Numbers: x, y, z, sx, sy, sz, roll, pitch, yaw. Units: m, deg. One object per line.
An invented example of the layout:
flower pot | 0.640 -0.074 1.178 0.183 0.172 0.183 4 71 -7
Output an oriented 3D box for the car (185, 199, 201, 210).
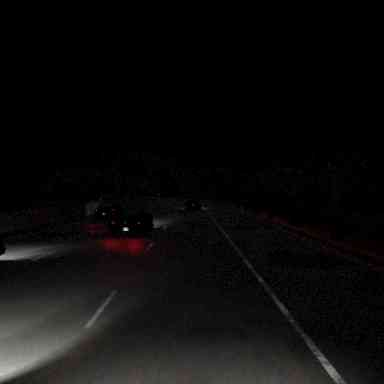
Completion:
car | 0.148 1.587 42.997 1.994 1.385 4.181 0 0 0

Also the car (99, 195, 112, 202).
car | -20.910 1.581 80.656 1.882 1.535 5.008 0 0 0

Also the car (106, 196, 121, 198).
car | -13.952 1.613 61.885 1.994 1.385 4.181 0 0 1

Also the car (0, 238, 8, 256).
car | -6.893 1.551 8.276 2.033 1.411 5.357 0 0 0

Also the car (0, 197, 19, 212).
car | -17.565 1.364 29.073 2.097 1.767 4.553 0 0 0

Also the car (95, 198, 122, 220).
car | -6.869 1.538 28.149 1.812 1.442 4.674 0 0 0

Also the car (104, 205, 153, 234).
car | -3.380 1.610 19.235 1.895 1.301 4.718 0 0 0

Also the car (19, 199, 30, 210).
car | -21.045 1.495 39.119 1.882 1.535 5.008 0 0 0

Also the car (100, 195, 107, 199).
car | -17.422 1.548 69.820 1.882 1.535 5.008 0 0 0
